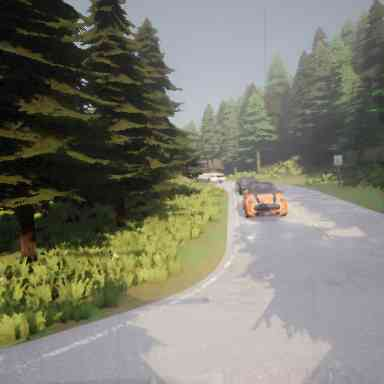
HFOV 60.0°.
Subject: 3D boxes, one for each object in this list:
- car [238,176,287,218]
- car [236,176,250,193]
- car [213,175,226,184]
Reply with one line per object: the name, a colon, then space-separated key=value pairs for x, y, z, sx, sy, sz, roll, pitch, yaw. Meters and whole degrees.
car: x=3.916 y=0.282 z=18.533 sx=2.097 sy=1.767 sz=4.553 roll=-3 pitch=5 yaw=6
car: x=4.971 y=-0.609 z=29.597 sx=2.128 sy=1.511 sz=4.902 roll=-3 pitch=5 yaw=3
car: x=2.429 y=-2.200 z=45.229 sx=2.150 sy=2.045 sz=5.566 roll=-3 pitch=5 yaw=-25
